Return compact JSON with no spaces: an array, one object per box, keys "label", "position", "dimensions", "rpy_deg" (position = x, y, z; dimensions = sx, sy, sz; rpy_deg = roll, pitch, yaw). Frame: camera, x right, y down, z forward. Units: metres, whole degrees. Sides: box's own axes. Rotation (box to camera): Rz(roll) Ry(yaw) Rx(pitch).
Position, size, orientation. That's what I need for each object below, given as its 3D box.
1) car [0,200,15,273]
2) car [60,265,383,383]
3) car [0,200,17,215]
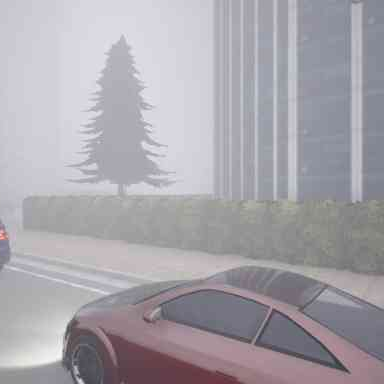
[{"label":"car","position":[-7.160,1.221,9.062],"dimensions":[5.566,2.045,2.150],"rpy_deg":[0,0,35]},{"label":"car","position":[0.451,1.564,3.671],"dimensions":[4.181,1.385,1.994],"rpy_deg":[0,0,35]},{"label":"car","position":[-20.375,1.560,33.237],"dimensions":[1.837,1.490,4.892],"rpy_deg":[0,0,35]}]
